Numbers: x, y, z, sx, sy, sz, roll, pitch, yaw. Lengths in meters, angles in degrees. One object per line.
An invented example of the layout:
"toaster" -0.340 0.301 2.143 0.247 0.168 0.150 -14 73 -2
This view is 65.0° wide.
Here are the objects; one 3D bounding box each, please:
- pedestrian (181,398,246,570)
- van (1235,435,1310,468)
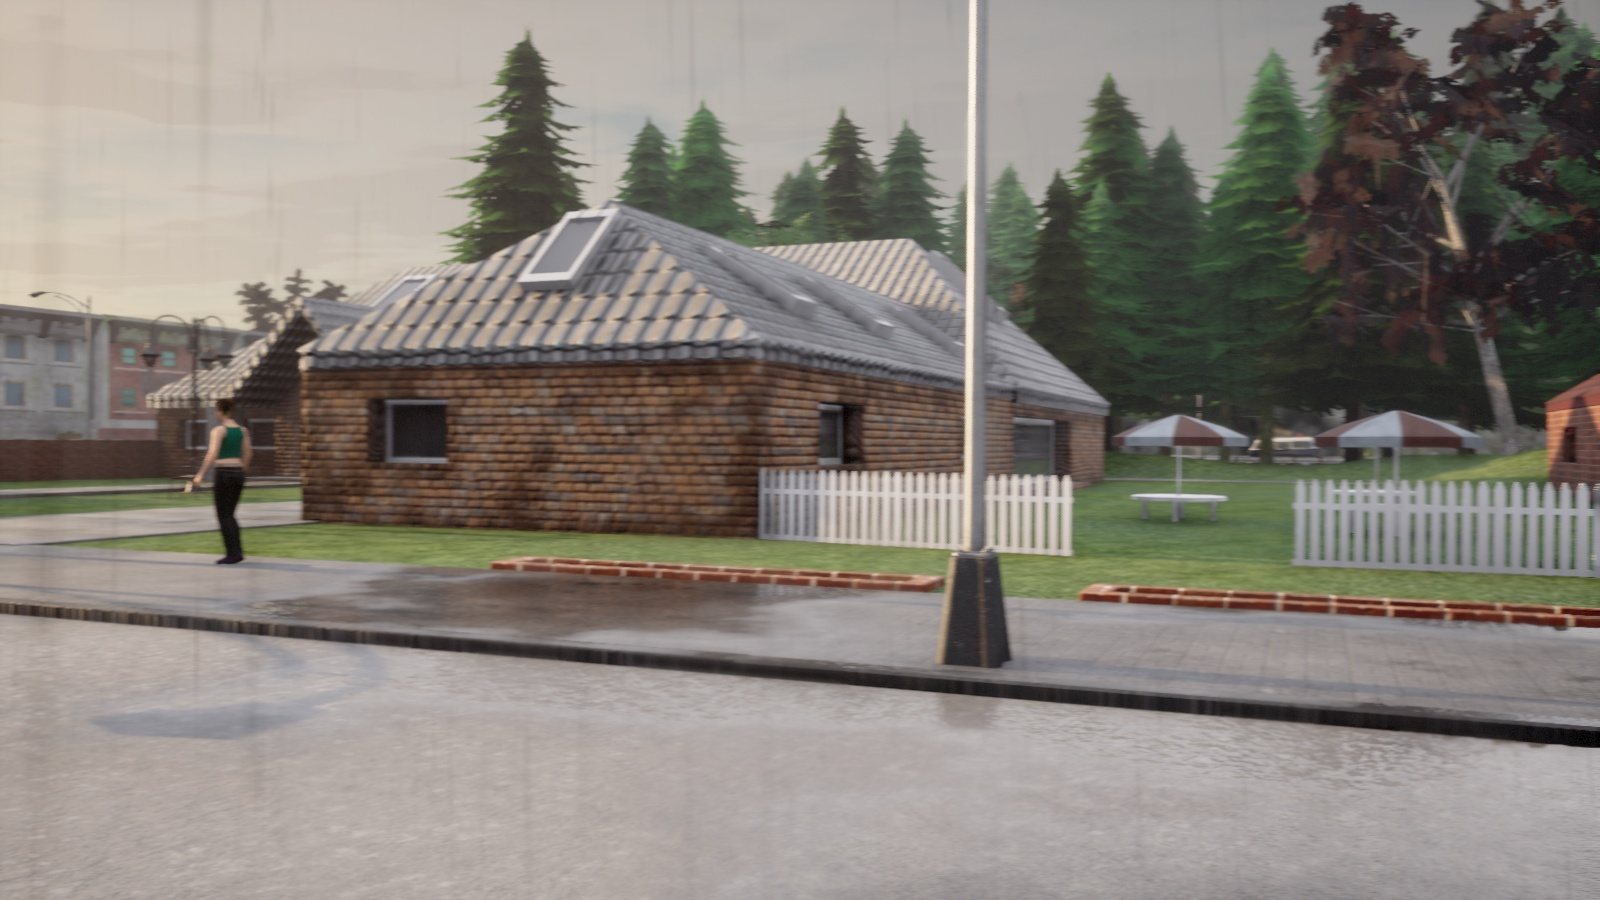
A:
"pedestrian" -6.411 0.362 13.737 0.594 1.836 0.345 0 0 26
"van" 30.809 0.089 81.873 4.480 2.038 2.069 -2 0 21
